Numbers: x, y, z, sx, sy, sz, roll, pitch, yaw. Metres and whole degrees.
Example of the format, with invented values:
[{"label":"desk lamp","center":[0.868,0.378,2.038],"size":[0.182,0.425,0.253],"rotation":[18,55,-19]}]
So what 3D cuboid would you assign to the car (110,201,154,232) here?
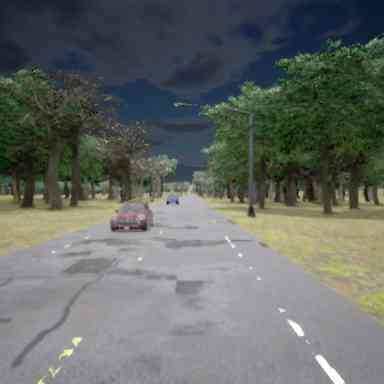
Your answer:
[{"label":"car","center":[-3.612,1.405,20.659],"size":[2.097,1.767,4.553],"rotation":[0,0,0]}]

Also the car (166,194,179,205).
[{"label":"car","center":[-3.562,1.361,62.273],"size":[2.150,2.045,5.566],"rotation":[0,0,1]}]
